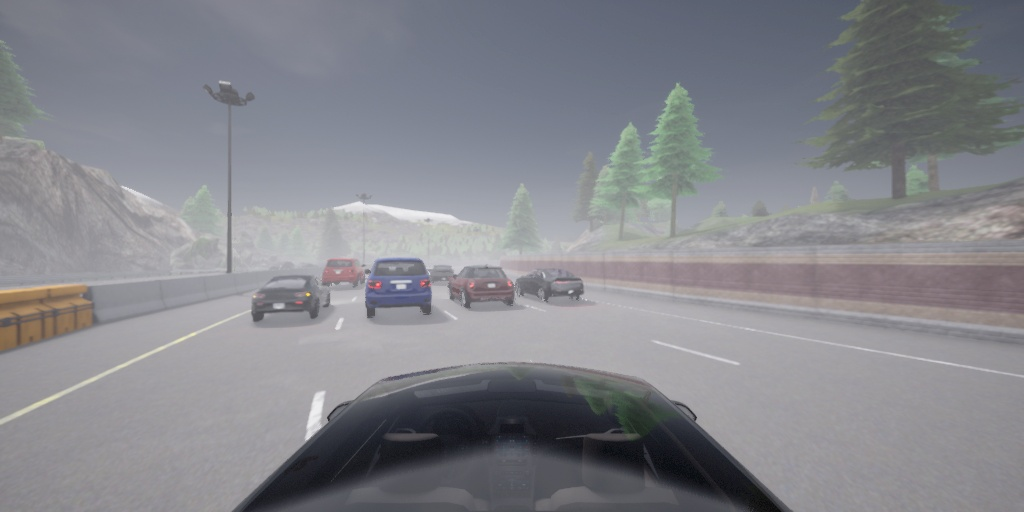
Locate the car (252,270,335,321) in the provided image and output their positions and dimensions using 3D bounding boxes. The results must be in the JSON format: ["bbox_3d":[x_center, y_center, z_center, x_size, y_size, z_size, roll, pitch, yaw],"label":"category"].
[{"bbox_3d":[-7.837,1.383,13.020,1.812,1.442,4.674,0,-1,-20],"label":"car"}]

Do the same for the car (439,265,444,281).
[{"bbox_3d":[-5.704,1.471,29.362,1.837,1.490,4.892,0,0,-14],"label":"car"}]

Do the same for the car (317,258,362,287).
[{"bbox_3d":[-12.156,1.188,26.292,2.150,2.045,5.566,0,0,-14],"label":"car"}]

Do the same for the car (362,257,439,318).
[{"bbox_3d":[-4.446,1.074,13.909,2.150,2.045,5.566,0,0,-20],"label":"car"}]

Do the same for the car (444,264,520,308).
[{"bbox_3d":[-1.531,1.209,16.172,2.097,1.767,4.553,0,0,-20],"label":"car"}]

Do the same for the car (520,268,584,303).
[{"bbox_3d":[1.678,1.348,17.574,2.128,1.511,4.902,0,0,-20],"label":"car"}]
